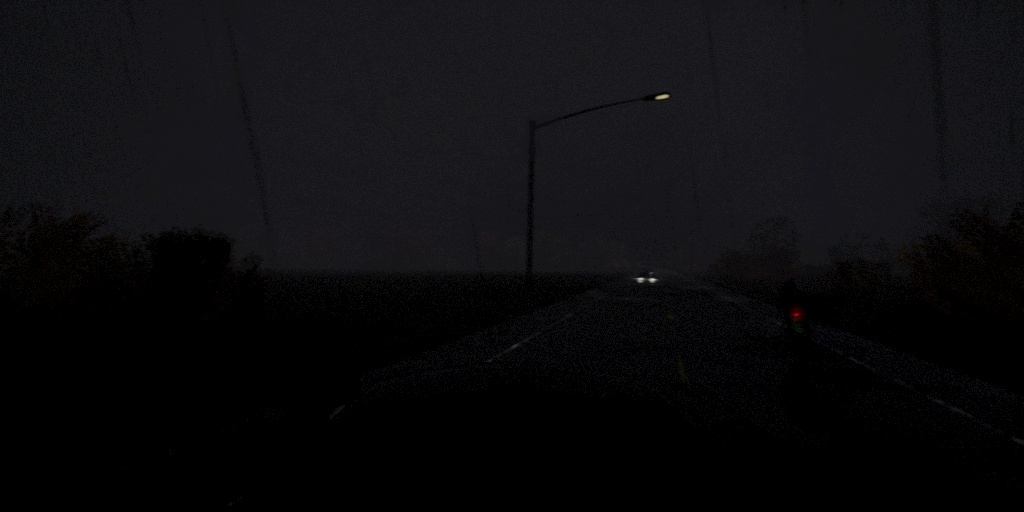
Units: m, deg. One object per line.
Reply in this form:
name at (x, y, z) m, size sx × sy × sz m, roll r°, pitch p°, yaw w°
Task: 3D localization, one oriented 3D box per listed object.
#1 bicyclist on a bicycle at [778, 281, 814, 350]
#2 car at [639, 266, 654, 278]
bicyclist on a bicycle at (7.082, 1.468, 9.055) m, size 0.582 × 1.620 × 1.656 m, roll 1°, pitch -1°, yaw 22°
car at (19.526, 2.402, 52.160) m, size 1.882 × 1.535 × 5.008 m, roll 1°, pitch -1°, yaw 22°
